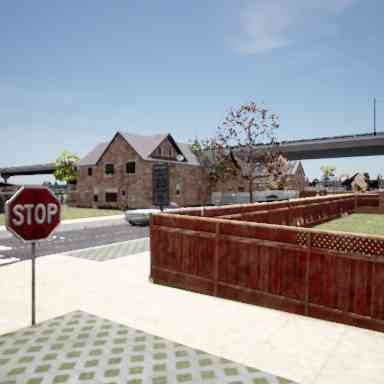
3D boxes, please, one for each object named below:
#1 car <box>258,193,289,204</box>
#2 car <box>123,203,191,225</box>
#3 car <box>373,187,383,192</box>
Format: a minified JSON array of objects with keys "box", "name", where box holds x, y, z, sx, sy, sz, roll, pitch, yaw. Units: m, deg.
[{"box":[8.835,0.942,36.051,1.882,1.535,5.008,0,1,37],"name":"car"},{"box":[-2.114,1.357,21.384,1.895,1.301,4.718,0,1,37],"name":"car"},{"box":[44.209,-0.006,78.773,1.895,1.301,4.718,0,1,37],"name":"car"}]
